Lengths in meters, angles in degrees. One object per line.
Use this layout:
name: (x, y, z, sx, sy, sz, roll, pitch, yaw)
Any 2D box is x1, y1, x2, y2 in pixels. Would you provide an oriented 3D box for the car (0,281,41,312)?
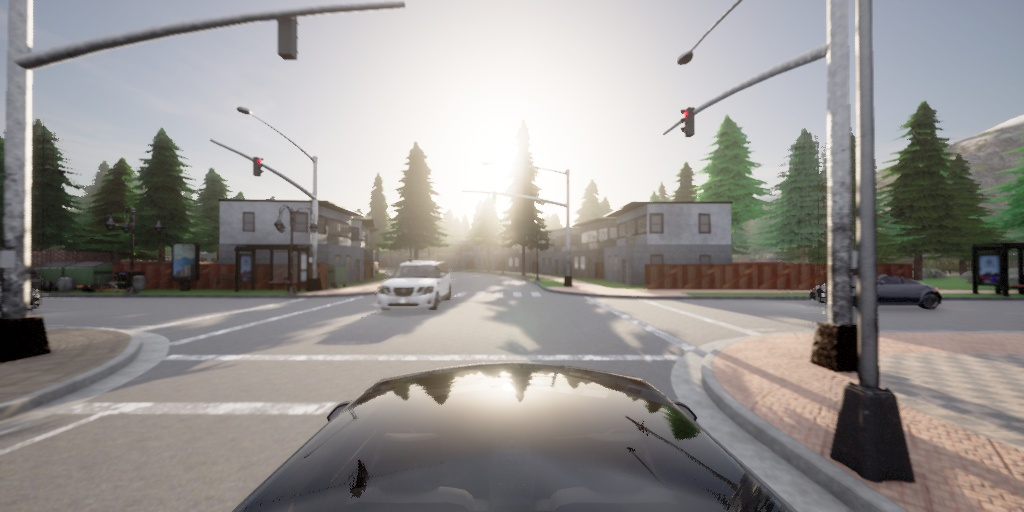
car: (-19.715, 1.356, 12.613, 4.902, 1.511, 2.128, 0, -1, 2)

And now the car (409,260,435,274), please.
car: (-15.045, 1.741, 59.819, 2.150, 2.045, 5.566, 1, 1, -38)

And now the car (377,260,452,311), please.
car: (-3.988, 1.237, 15.704, 2.150, 2.045, 5.566, 0, 1, -1)

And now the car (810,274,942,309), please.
car: (15.330, 1.465, 15.270, 4.181, 1.385, 1.994, 0, -1, 2)
